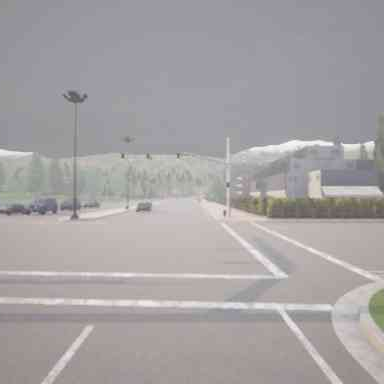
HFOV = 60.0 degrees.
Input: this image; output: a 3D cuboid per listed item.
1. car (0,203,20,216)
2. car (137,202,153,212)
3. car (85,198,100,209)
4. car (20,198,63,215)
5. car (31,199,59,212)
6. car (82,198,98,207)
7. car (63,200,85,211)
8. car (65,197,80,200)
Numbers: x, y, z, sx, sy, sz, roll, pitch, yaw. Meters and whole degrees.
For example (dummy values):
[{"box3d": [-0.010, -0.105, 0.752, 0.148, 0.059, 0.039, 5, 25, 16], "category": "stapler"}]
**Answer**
[{"box3d": [-22.054, 2.083, 40.648, 2.033, 1.411, 5.357, 0, -1, 3], "category": "car"}, {"box3d": [-6.910, 2.135, 48.889, 2.128, 1.511, 4.902, 0, -1, 0], "category": "car"}, {"box3d": [-18.517, 2.359, 61.722, 2.033, 1.411, 5.357, 0, -1, 1], "category": "car"}, {"box3d": [-18.581, 1.766, 41.330, 2.150, 2.045, 5.566, 0, -1, 1], "category": "car"}, {"box3d": [-22.078, 2.012, 50.184, 2.097, 1.767, 4.553, 0, -1, 0], "category": "car"}, {"box3d": [-21.933, 2.297, 71.847, 2.097, 1.767, 4.553, 0, -1, 0], "category": "car"}, {"box3d": [-18.573, 2.276, 51.289, 1.895, 1.301, 4.718, 0, -1, 0], "category": "car"}, {"box3d": [-22.023, 2.021, 60.778, 2.150, 2.045, 5.566, 0, -1, 1], "category": "car"}]
